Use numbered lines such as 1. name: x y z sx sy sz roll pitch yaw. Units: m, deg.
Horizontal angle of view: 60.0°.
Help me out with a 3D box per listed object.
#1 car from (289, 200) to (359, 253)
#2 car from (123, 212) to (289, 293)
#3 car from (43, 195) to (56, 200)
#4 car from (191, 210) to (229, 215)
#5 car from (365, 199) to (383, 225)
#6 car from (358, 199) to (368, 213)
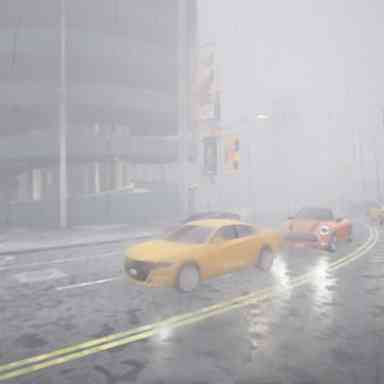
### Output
1. car: 5.336 1.399 14.121 2.097 1.767 4.553 -1 0 37
2. car: 0.474 1.534 9.307 5.008 1.535 1.882 0 0 -44
3. car: -25.326 1.629 58.428 2.435 2.045 5.566 0 0 -38
4. car: 0.753 1.592 14.592 1.837 1.490 4.892 -1 -1 40
5. car: 14.158 1.495 23.913 1.882 1.535 5.008 -1 -1 18
6. car: 19.629 1.553 37.464 1.837 1.490 4.892 0 0 0
